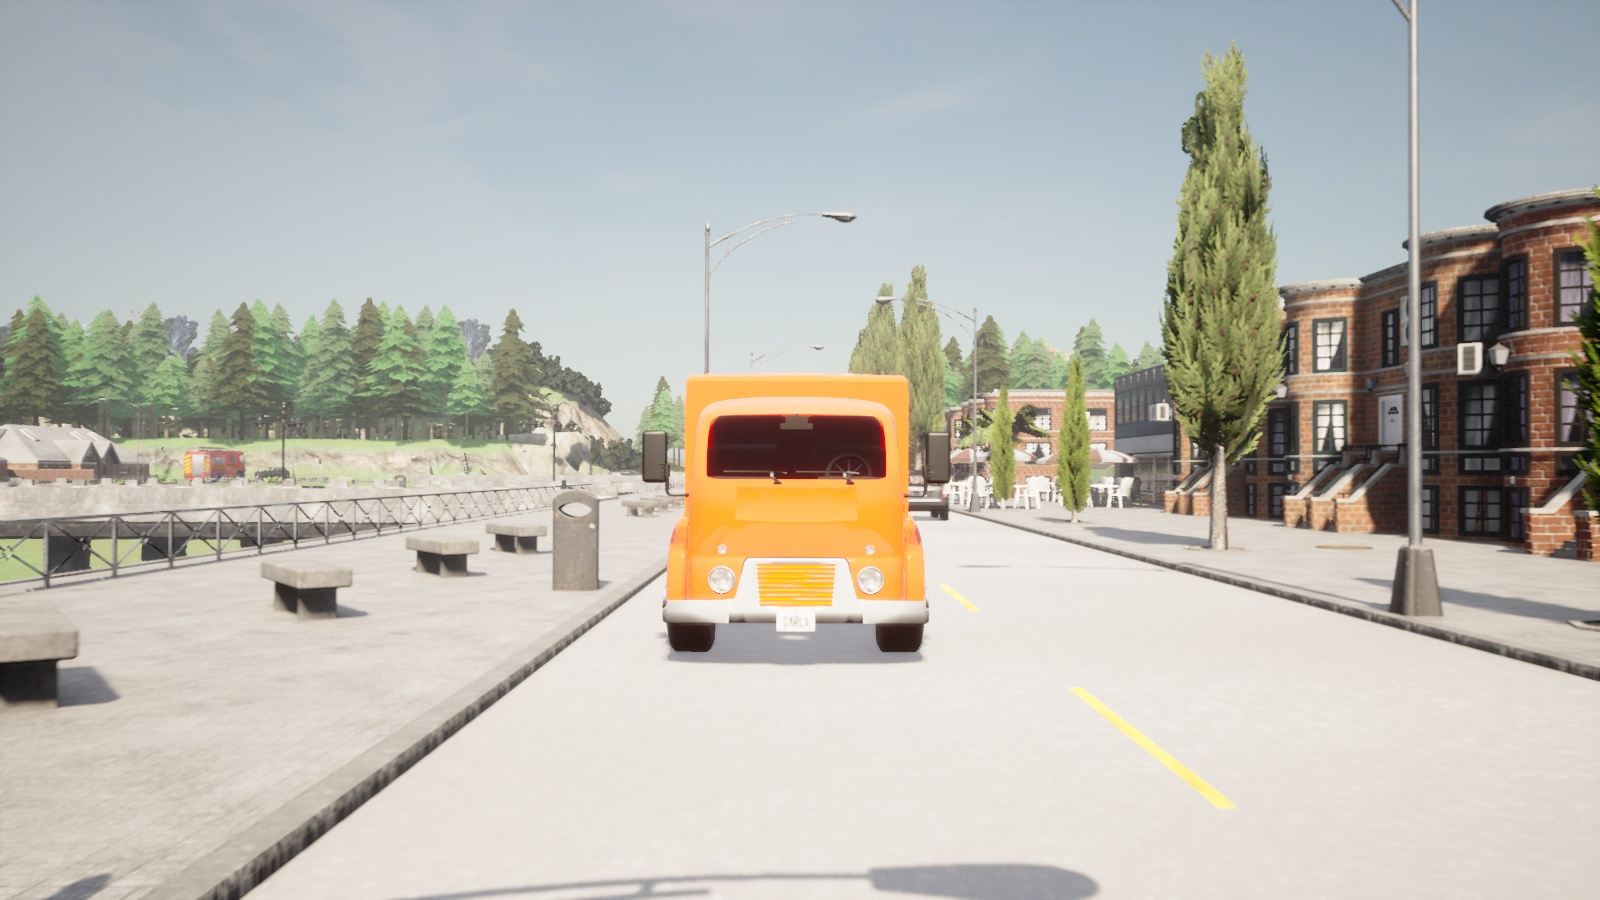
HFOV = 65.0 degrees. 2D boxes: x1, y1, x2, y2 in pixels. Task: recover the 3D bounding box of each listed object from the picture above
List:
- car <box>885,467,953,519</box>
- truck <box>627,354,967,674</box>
[{"bbox_3d":[3.891,1.395,41.689,1.851,1.617,3.988,0,-1,0],"label":"car"},{"bbox_3d":[-0.034,0.535,12.344,2.627,2.467,5.204,0,-1,0],"label":"truck"}]
